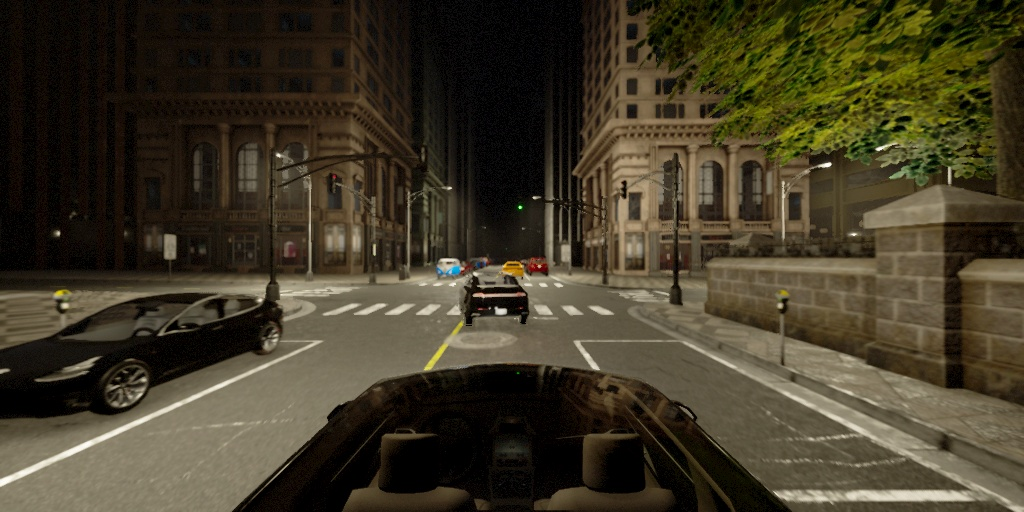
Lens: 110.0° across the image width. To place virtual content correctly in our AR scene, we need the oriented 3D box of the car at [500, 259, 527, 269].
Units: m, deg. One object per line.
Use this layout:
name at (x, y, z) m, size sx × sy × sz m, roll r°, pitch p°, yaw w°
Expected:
car at (0.097, 1.302, 33.416) m, size 1.882 × 1.535 × 5.008 m, roll 0°, pitch 0°, yaw 0°

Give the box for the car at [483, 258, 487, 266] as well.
car at (-5.769, 1.456, 59.898) m, size 1.888 × 1.381 × 4.507 m, roll 0°, pitch 0°, yaw 0°

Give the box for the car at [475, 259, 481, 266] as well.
car at (-5.768, 1.440, 49.016) m, size 1.948 × 1.339 × 4.313 m, roll 0°, pitch 0°, yaw 0°

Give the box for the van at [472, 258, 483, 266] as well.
van at (-5.769, 1.234, 54.457) m, size 1.690 × 1.789 × 3.998 m, roll 0°, pitch 0°, yaw 0°

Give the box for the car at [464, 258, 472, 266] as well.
car at (-5.767, 1.279, 38.134) m, size 1.967 × 1.591 × 4.097 m, roll 0°, pitch 0°, yaw 0°

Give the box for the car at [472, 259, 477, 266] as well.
car at (-5.767, 1.401, 43.574) m, size 1.888 × 1.381 × 4.507 m, roll 0°, pitch 0°, yaw 0°

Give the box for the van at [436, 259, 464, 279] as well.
van at (-5.766, 1.163, 32.693) m, size 1.690 × 1.789 × 3.998 m, roll 0°, pitch 0°, yaw 0°

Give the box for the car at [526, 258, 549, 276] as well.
car at (2.759, 1.154, 38.143) m, size 2.192 × 1.841 × 5.009 m, roll 0°, pitch 0°, yaw 0°

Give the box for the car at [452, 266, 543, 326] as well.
car at (-0.753, 1.262, 11.872) m, size 2.128 × 1.511 × 4.902 m, roll 0°, pitch 0°, yaw -11°

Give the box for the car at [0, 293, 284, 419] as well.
car at (-5.763, 1.324, 6.036) m, size 1.948 × 1.339 × 4.313 m, roll 0°, pitch 0°, yaw 0°
